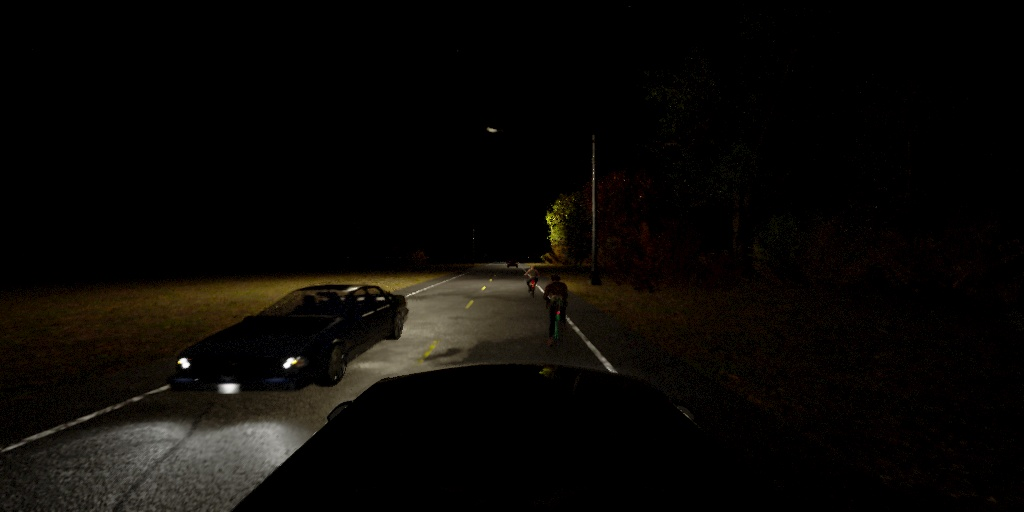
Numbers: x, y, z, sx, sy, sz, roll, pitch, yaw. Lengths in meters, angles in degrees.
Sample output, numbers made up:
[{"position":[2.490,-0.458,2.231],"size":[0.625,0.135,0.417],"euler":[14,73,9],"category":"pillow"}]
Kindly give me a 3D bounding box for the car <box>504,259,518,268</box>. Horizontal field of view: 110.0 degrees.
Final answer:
[{"position":[0.099,1.300,62.183],"size":[2.033,1.411,5.357],"euler":[0,0,0],"category":"car"}]

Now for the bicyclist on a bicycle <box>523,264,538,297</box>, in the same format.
[{"position":[0.997,1.187,17.579],"size":[0.866,1.612,1.509],"euler":[0,0,0],"category":"bicyclist on a bicycle"}]

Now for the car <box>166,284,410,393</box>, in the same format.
[{"position":[-3.600,1.297,7.219],"size":[2.033,1.411,5.357],"euler":[0,0,0],"category":"car"}]

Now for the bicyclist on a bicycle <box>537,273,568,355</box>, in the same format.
[{"position":[0.963,1.203,7.771],"size":[0.582,1.620,1.656],"euler":[0,0,0],"category":"bicyclist on a bicycle"}]
